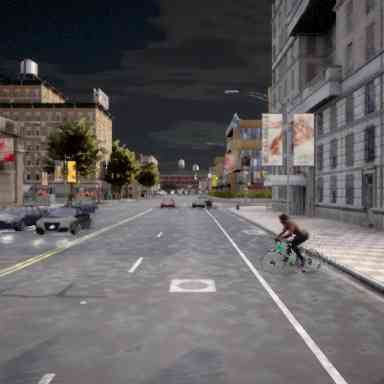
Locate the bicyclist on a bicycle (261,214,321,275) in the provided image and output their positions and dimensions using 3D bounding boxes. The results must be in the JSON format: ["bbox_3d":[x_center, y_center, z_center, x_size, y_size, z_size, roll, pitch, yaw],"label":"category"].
[{"bbox_3d":[2.658,1.426,8.976,1.656,1.620,0.582,-2,0,0],"label":"bicyclist on a bicycle"}]

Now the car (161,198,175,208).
[{"bbox_3d":[-3.482,1.563,48.301,1.994,1.385,4.181,0,0,-2],"label":"car"}]

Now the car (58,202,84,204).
[{"bbox_3d":[-10.397,1.571,26.177,1.812,1.442,4.674,0,0,0],"label":"car"}]

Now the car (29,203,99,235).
[{"bbox_3d":[-6.994,1.563,18.638,1.994,1.385,4.181,0,0,1],"label":"car"}]

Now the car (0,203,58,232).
[{"bbox_3d":[-10.520,1.547,20.400,2.033,1.411,5.357,0,0,0],"label":"car"}]

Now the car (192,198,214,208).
[{"bbox_3d":[1.610,1.563,47.797,1.994,1.385,4.181,0,0,24],"label":"car"}]
